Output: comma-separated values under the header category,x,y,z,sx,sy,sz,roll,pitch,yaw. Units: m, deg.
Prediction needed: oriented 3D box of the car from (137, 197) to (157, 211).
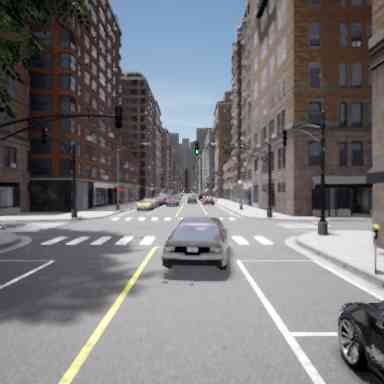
category,x,y,z,sx,sy,sz,roll,pitch,yaw
car,-5.668,1.513,40.609,1.752,1.417,4.829,0,0,0

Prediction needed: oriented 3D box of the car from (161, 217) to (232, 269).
category,x,y,z,sx,sy,sz,roll,pitch,yaw
car,0.308,1.546,11.132,2.033,1.411,5.357,0,0,7

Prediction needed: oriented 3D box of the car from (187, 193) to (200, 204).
category,x,y,z,sx,sy,sz,roll,pitch,yaw
car,0.050,1.486,64.446,2.128,1.511,4.902,0,0,0

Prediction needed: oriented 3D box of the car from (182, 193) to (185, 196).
category,x,y,z,sx,sy,sz,roll,pitch,yaw
car,-2.998,1.317,69.254,2.128,1.511,4.902,0,0,0

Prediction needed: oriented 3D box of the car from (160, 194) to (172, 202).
category,x,y,z,sx,sy,sz,roll,pitch,yaw
car,-5.668,1.315,73.484,2.192,1.841,5.009,0,0,0

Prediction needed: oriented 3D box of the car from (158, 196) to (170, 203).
category,x,y,z,sx,sy,sz,roll,pitch,yaw
car,-5.667,1.547,68.033,2.008,1.369,4.403,0,0,0

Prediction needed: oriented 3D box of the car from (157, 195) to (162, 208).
category,x,y,z,sx,sy,sz,roll,pitch,yaw
car,-5.668,1.538,46.229,2.008,1.369,4.403,0,0,0

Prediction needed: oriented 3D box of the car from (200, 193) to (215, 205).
category,x,y,z,sx,sy,sz,roll,pitch,yaw
car,2.857,1.430,57.167,1.967,1.590,4.097,0,0,0

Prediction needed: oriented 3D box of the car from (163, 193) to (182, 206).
category,x,y,z,sx,sy,sz,roll,pitch,yaw
car,-3.070,1.340,52.994,2.097,1.767,4.553,0,0,0

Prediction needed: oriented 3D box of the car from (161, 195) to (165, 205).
category,x,y,z,sx,sy,sz,roll,pitch,yaw
car,-5.668,1.533,51.680,1.887,1.381,4.507,0,0,0

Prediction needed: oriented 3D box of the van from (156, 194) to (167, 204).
category,x,y,z,sx,sy,sz,roll,pitch,yaw
van,-5.668,1.334,62.582,1.690,1.788,3.998,0,0,0

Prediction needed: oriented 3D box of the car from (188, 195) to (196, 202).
category,x,y,z,sx,sy,sz,roll,pitch,yaw
car,0.002,1.442,75.755,1.812,1.442,4.674,0,0,0

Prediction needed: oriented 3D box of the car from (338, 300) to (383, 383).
category,x,y,z,sx,sy,sz,roll,pitch,yaw
car,2.857,1.566,2.790,1.947,1.339,4.313,0,0,0
